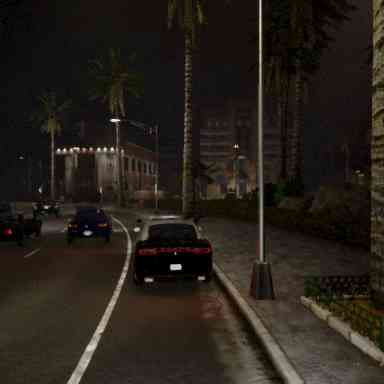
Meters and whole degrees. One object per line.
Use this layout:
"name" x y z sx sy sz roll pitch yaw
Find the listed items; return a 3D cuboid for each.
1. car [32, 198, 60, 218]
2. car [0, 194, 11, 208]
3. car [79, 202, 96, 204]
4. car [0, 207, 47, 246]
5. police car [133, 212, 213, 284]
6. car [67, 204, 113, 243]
"car" -12.993 1.340 29.574 2.097 1.767 4.553 0 0 -24
"car" -14.231 1.194 23.344 2.150 2.045 5.566 0 0 -20
"car" -9.810 1.593 31.034 1.895 1.301 4.718 0 0 -24
"car" -8.194 1.594 15.040 1.895 1.301 4.718 0 0 -12
"police car" -0.678 1.424 9.770 1.930 1.638 5.238 0 0 -7
"car" -4.837 1.522 16.043 1.812 1.442 4.674 0 0 -13
